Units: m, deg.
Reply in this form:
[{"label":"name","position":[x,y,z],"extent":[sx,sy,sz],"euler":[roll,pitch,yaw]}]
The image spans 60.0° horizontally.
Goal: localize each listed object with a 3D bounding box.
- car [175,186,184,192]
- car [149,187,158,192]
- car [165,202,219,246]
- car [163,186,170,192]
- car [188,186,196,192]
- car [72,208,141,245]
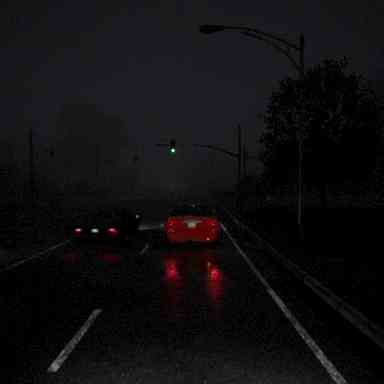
[{"label":"car","position":[-3.498,-0.728,87.539],"extent":[1.895,1.301,4.718],"euler":[0,0,0]},{"label":"car","position":[-10.498,-0.793,91.275],"extent":[2.033,1.411,5.357],"euler":[0,0,0]},{"label":"car","position":[0.001,1.192,14.477],"extent":[2.097,1.767,4.553],"euler":[0,1,0]},{"label":"car","position":[-6.998,-0.833,91.276],"extent":[1.837,1.490,4.892],"euler":[0,0,0]},{"label":"car","position":[0.002,-0.841,87.093],"extent":[1.837,1.490,4.892],"euler":[0,0,0]},{"label":"car","position":[-3.500,1.389,14.512],"extent":[2.033,1.411,5.357],"euler":[0,1,0]}]
